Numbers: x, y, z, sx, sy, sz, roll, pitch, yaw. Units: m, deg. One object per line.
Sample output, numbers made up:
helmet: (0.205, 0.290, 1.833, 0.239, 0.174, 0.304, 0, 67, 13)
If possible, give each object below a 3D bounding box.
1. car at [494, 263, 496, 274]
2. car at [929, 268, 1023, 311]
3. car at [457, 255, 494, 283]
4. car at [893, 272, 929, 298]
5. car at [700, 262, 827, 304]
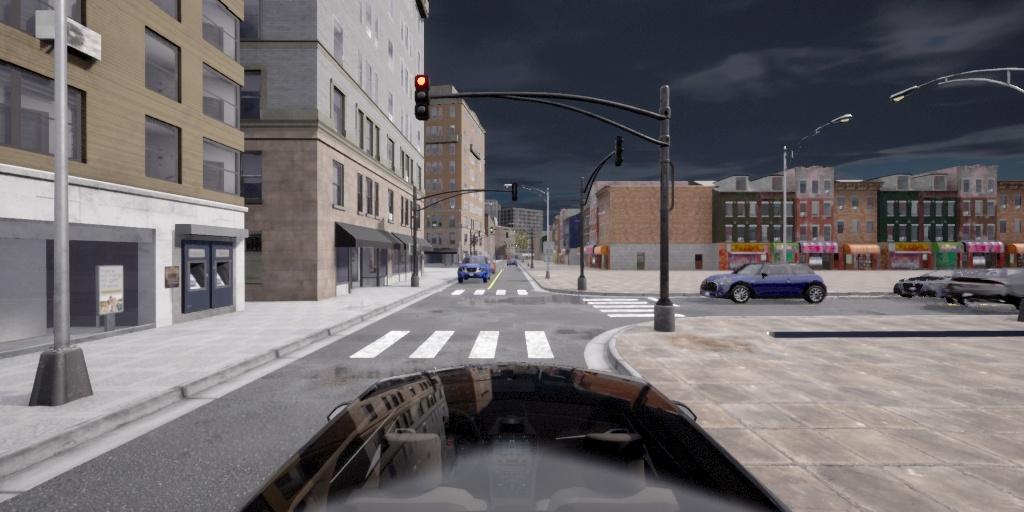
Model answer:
car: (-2.884, 1.110, 40.140, 2.097, 1.767, 4.553, 0, 0, 0)
car: (18.573, 1.173, 12.709, 4.902, 1.511, 2.128, 0, 0, 0)
car: (-2.884, 0.976, 28.238, 2.150, 2.045, 5.566, 0, 0, 0)
car: (19.420, 1.234, 15.618, 4.181, 1.385, 1.994, 0, 0, 0)
car: (10.741, 1.054, 15.590, 4.553, 1.767, 2.097, 0, 0, 1)
